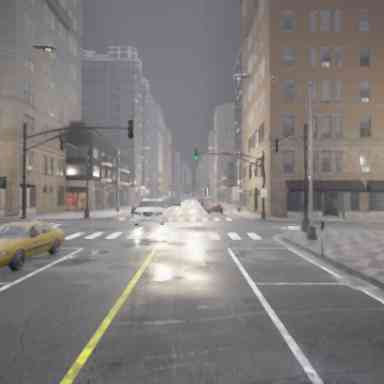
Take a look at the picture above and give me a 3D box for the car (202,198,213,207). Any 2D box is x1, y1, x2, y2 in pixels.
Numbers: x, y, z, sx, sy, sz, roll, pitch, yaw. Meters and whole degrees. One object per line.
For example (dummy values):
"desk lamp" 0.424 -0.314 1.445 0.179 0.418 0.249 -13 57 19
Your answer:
"car" 2.671 1.872 44.082 1.802 1.307 4.206 1 0 0

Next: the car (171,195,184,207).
"car" -3.005 1.675 58.075 2.150 2.045 5.566 0 2 0

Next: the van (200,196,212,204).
"van" 2.672 1.707 55.431 1.690 1.788 3.998 1 0 0

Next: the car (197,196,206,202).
"car" 2.667 1.955 95.144 2.192 1.841 5.009 1 0 0

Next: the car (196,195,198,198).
"car" 2.665 2.127 89.639 1.752 1.417 4.829 1 0 0

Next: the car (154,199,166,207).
"car" -5.857 1.986 61.108 1.802 1.307 4.206 1 0 0

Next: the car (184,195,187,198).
"car" -3.009 1.958 85.409 2.033 1.411 5.357 0 0 0

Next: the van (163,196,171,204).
"van" -5.857 1.862 78.128 1.690 1.788 3.998 1 0 0

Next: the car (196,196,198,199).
"car" 2.666 2.127 83.795 1.947 1.339 4.313 1 0 0

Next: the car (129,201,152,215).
"car" -5.854 1.796 38.417 1.887 1.381 4.507 1 0 0

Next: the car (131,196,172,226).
"car" -2.990 1.504 25.240 2.150 2.045 5.566 0 -1 0

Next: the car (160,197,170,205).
"car" -5.857 1.922 72.455 1.967 1.590 4.097 1 0 0

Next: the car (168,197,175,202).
"car" -5.861 2.205 95.145 1.947 1.339 4.313 1 0 0

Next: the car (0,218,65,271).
"car" -5.850 1.599 11.228 1.752 1.417 4.829 1 0 0

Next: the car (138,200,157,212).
"car" -5.855 1.834 44.090 1.887 1.381 4.507 1 0 0

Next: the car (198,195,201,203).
"car" 2.671 1.720 61.104 2.192 1.841 5.009 1 0 0

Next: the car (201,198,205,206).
"car" 2.670 1.910 49.756 1.802 1.307 4.206 1 0 0

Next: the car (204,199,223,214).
"car" 2.672 1.835 38.409 1.802 1.307 4.206 1 0 0
